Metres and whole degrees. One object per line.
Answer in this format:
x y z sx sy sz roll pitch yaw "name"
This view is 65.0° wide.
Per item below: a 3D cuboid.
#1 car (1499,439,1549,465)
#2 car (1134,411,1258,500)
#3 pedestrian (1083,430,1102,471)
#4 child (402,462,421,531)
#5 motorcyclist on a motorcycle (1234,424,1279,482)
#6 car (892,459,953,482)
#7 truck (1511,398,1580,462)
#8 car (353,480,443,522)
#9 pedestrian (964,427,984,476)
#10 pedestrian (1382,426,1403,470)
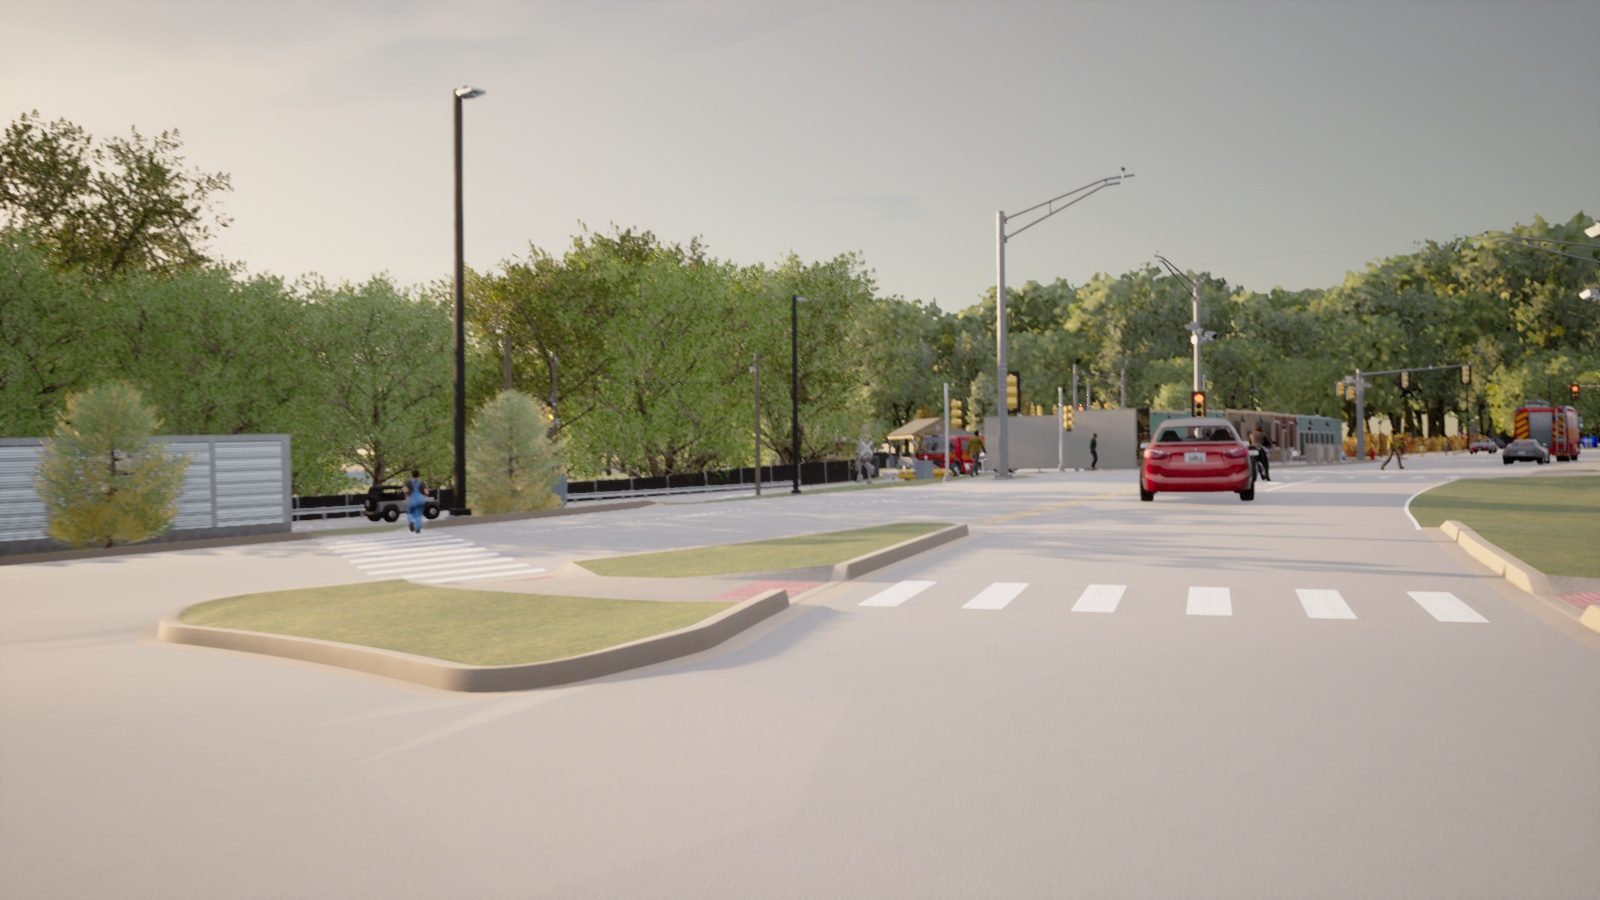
40.133 0.084 69.563 1.994 1.385 4.181 -1 0 36 "car"
8.234 0.070 26.241 2.242 1.667 4.611 -1 1 17 "car"
14.076 0.018 60.465 0.788 1.949 0.423 -1 -1 41 "pedestrian"
-7.240 0.857 23.406 0.270 1.263 0.437 0 -1 -27 "child"
12.399 0.067 34.044 0.797 1.523 2.044 -1 0 30 "motorcyclist on a motorcycle"
9.454 1.552 96.363 1.801 1.575 5.366 0 1 43 "car"
47.272 -1.216 79.511 2.891 3.827 8.468 -1 0 36 "truck"
-20.461 2.560 64.009 1.905 1.878 3.866 -1 1 42 "car"
6.605 0.050 47.702 0.431 1.840 0.709 -1 -1 35 "pedestrian"
24.882 -0.096 52.725 0.726 1.835 0.370 -1 -1 32 "pedestrian"
